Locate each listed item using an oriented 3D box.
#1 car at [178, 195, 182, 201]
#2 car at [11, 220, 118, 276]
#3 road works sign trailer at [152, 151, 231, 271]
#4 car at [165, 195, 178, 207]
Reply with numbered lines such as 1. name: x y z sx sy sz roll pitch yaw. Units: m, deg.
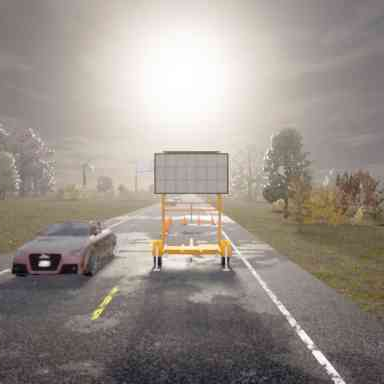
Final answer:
1. car: -3.634 1.620 89.771 2.033 1.411 5.357 0 0 0
2. car: -3.615 1.564 10.150 1.994 1.385 4.181 0 0 0
3. road works sign trailer: -0.016 0.465 10.902 2.380 3.560 2.880 0 0 0
4. car: -3.671 1.556 53.192 1.812 1.442 4.674 0 0 0
